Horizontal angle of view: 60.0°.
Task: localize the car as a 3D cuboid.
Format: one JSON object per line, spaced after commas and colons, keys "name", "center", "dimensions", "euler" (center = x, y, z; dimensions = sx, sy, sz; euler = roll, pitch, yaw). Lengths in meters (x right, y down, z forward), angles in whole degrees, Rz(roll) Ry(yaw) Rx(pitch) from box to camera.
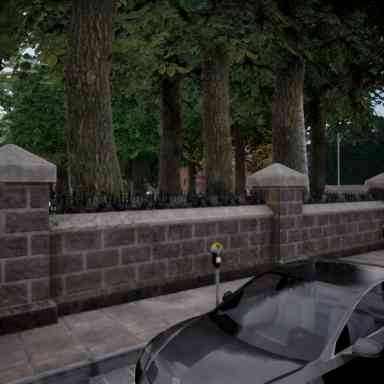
{"name": "car", "center": [1.470, 1.565, 3.872], "dimensions": [4.313, 1.339, 1.947], "euler": [0, -1, -36]}
